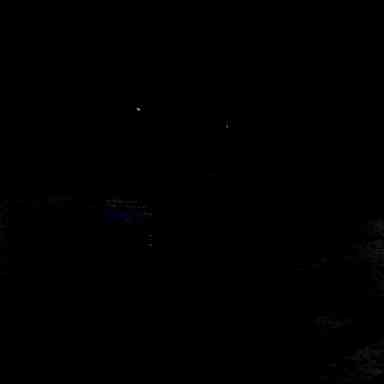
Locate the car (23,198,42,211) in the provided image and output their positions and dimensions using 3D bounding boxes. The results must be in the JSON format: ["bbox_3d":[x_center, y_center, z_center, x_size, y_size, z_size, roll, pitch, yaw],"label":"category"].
[{"bbox_3d":[-20.737,1.787,44.209,1.802,1.307,4.206,2,-1,-36],"label":"car"}]

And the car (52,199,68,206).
[{"bbox_3d":[-26.705,2.094,67.122,2.008,1.369,4.403,2,-1,-36],"label":"car"}]

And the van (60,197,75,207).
[{"bbox_3d":[-23.473,1.863,62.641,1.690,1.788,3.998,2,-1,-36],"label":"van"}]

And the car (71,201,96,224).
[{"bbox_3d":[-7.831,1.665,26.269,1.887,1.381,4.507,2,-1,-36],"label":"car"}]

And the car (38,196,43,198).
[{"bbox_3d":[-33.160,2.026,76.093,1.967,1.590,4.097,2,-1,-36],"label":"car"}]

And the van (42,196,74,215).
[{"bbox_3d":[-14.280,1.503,35.243,1.690,1.788,3.998,2,-1,-36],"label":"van"}]

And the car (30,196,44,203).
[{"bbox_3d":[-39.614,1.945,85.063,2.192,1.841,5.009,2,-1,-36],"label":"car"}]

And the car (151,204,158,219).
[{"bbox_3d":[-5.356,1.440,27.599,2.150,2.045,5.566,2,-1,-36],"label":"car"}]

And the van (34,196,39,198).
[{"bbox_3d":[-36.385,1.949,80.578,1.690,1.788,3.998,2,-1,-36],"label":"van"}]

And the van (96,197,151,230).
[{"bbox_3d":[-4.601,1.442,21.788,1.690,1.788,3.998,2,-1,-36],"label":"van"}]

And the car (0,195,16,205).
[{"bbox_3d":[-36.768,1.837,66.497,1.752,1.417,4.829,2,-1,-36],"label":"car"}]

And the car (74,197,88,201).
[{"bbox_3d":[-17.020,2.024,53.669,1.887,1.381,4.507,2,-1,-36],"label":"car"}]

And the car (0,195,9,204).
[{"bbox_3d":[-43.315,1.670,75.609,2.192,1.841,5.009,2,-1,-36],"label":"car"}]

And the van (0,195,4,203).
[{"bbox_3d":[-46.542,1.719,80.093,1.690,1.788,3.998,2,-1,-36],"label":"van"}]

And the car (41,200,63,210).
[{"bbox_3d":[-20.433,1.860,48.537,1.895,1.301,4.718,2,-1,-36],"label":"car"}]

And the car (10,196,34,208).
[{"bbox_3d":[-27.189,1.798,53.179,2.008,1.369,4.403,2,-1,-36],"label":"car"}]

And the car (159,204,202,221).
[{"bbox_3d":[-0.879,1.918,31.248,1.887,1.381,4.507,2,-1,-36],"label":"car"}]
